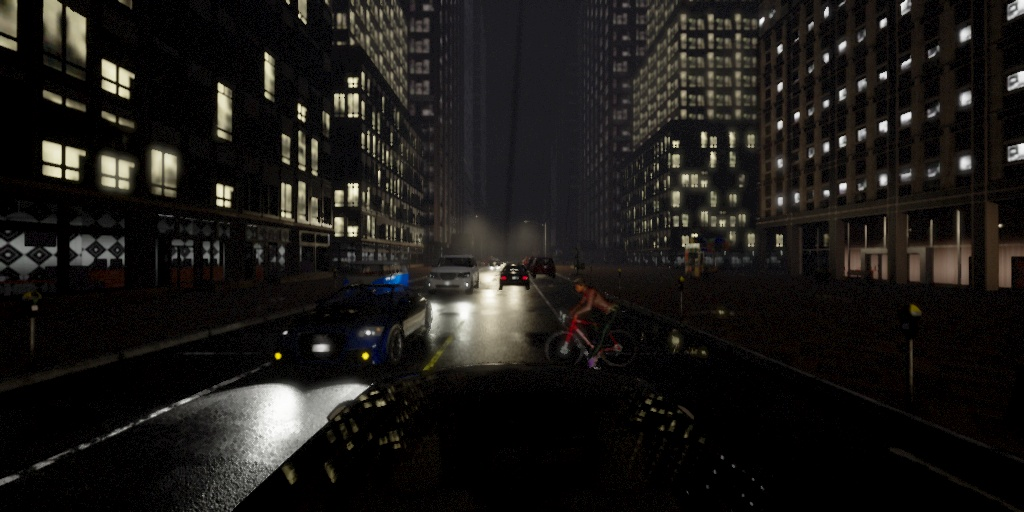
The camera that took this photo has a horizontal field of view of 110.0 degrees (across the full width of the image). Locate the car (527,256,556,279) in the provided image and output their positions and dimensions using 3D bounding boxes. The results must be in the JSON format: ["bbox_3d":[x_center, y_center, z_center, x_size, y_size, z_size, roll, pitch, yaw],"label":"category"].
[{"bbox_3d":[2.732,1.018,31.932,2.192,1.841,5.009,0,0,0],"label":"car"}]

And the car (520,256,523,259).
[{"bbox_3d":[2.757,0.981,54.089,2.192,1.841,5.009,0,0,0],"label":"car"}]

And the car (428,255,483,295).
[{"bbox_3d":[-3.065,0.944,19.854,2.150,2.045,5.566,0,0,0],"label":"car"}]

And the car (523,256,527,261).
[{"bbox_3d":[2.744,1.000,43.011,2.192,1.841,5.009,0,0,0],"label":"car"}]

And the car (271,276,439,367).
[{"bbox_3d":[-3.084,1.306,7.792,1.994,1.385,4.181,0,0,0],"label":"car"}]

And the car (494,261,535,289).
[{"bbox_3d":[0.137,1.266,22.513,2.033,1.411,5.357,0,0,0],"label":"car"}]

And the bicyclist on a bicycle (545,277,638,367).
[{"bbox_3d":[1.394,1.192,6.360,1.656,1.620,0.582,-2,0,0],"label":"bicyclist on a bicycle"}]

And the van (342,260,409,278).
[{"bbox_3d":[-5.666,1.070,15.323,1.690,1.789,3.998,0,0,0],"label":"van"}]

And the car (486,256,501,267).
[{"bbox_3d":[-2.978,1.142,63.989,2.128,1.511,4.902,0,0,1],"label":"car"}]

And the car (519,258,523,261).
[{"bbox_3d":[0.157,1.284,44.398,1.895,1.301,4.718,0,0,0],"label":"car"}]
